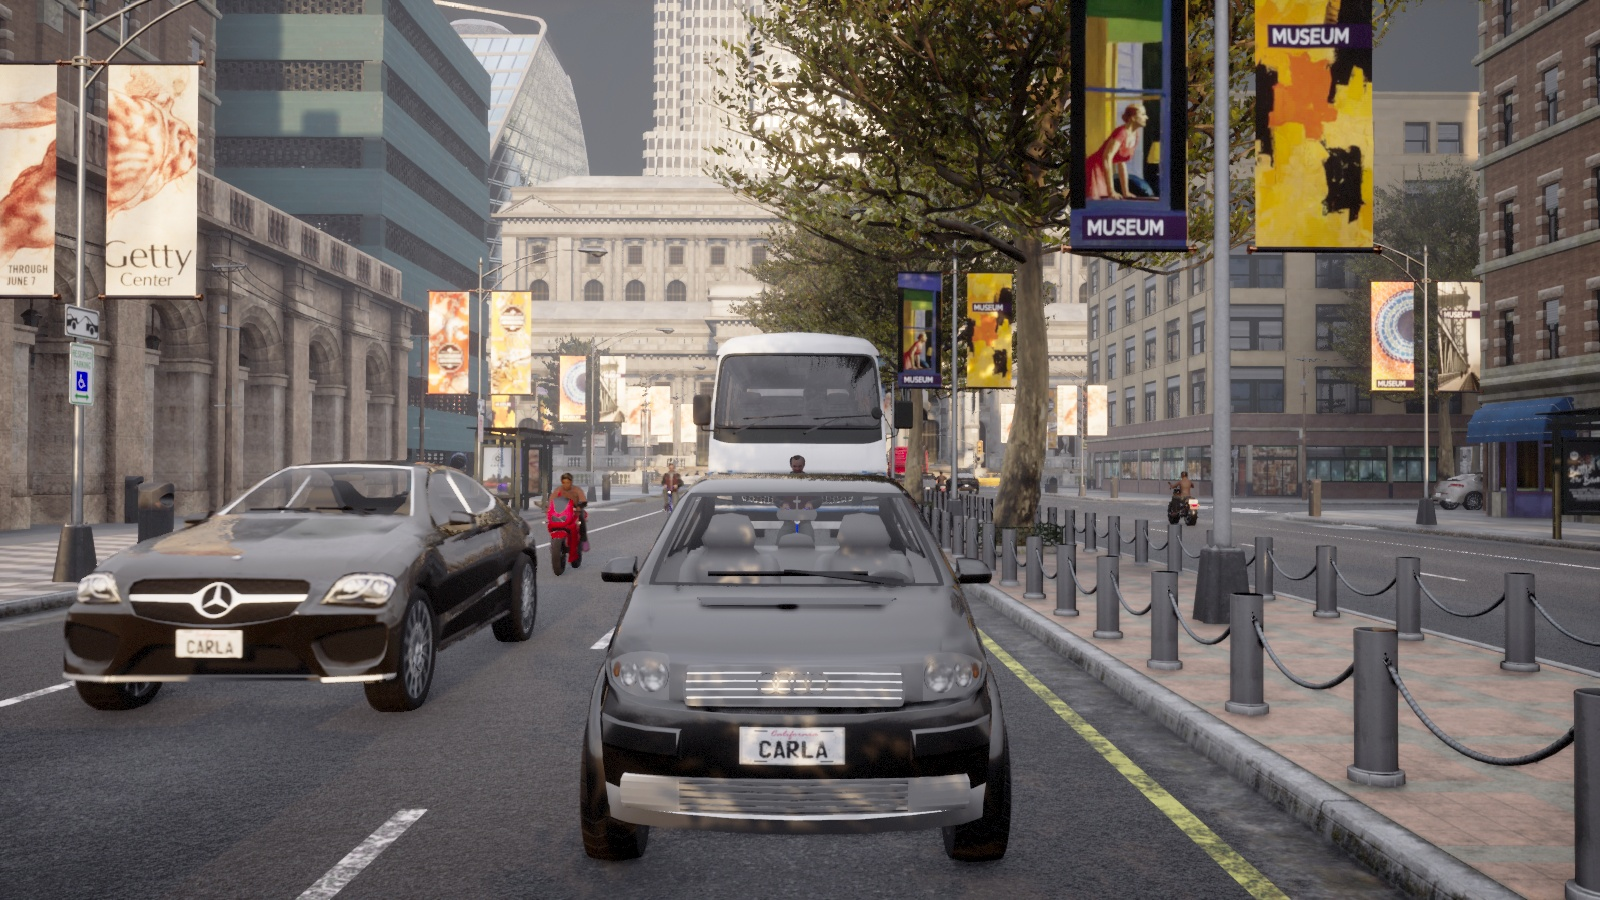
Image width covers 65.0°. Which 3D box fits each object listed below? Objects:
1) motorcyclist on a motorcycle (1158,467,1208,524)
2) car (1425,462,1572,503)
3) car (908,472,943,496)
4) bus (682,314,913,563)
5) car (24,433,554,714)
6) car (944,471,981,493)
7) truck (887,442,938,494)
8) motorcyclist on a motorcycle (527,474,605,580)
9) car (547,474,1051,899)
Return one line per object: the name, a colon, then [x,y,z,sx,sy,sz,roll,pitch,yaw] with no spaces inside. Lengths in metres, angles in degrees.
motorcyclist on a motorcycle: [11.436,1.348,37.550,0.766,1.649,2.350,0,-1,0]
car: [29.564,1.367,53.286,5.027,1.651,2.152,0,-1,-1]
car: [7.865,2.123,79.165,1.845,1.501,3.633,0,-1,0]
bus: [-0.050,-0.115,26.671,3.944,4.253,10.273,0,-1,0]
car: [-3.517,0.774,9.954,2.152,1.651,5.027,0,-1,0]
car: [11.302,2.213,87.519,1.882,1.535,5.008,0,-1,0]
truck: [7.820,1.282,88.391,2.891,3.462,7.936,0,-1,0]
motorcyclist on a motorcycle: [-3.532,1.131,19.114,0.797,1.523,2.044,0,-1,0]
car: [-0.010,0.899,6.324,1.789,1.549,3.705,0,-1,0]
